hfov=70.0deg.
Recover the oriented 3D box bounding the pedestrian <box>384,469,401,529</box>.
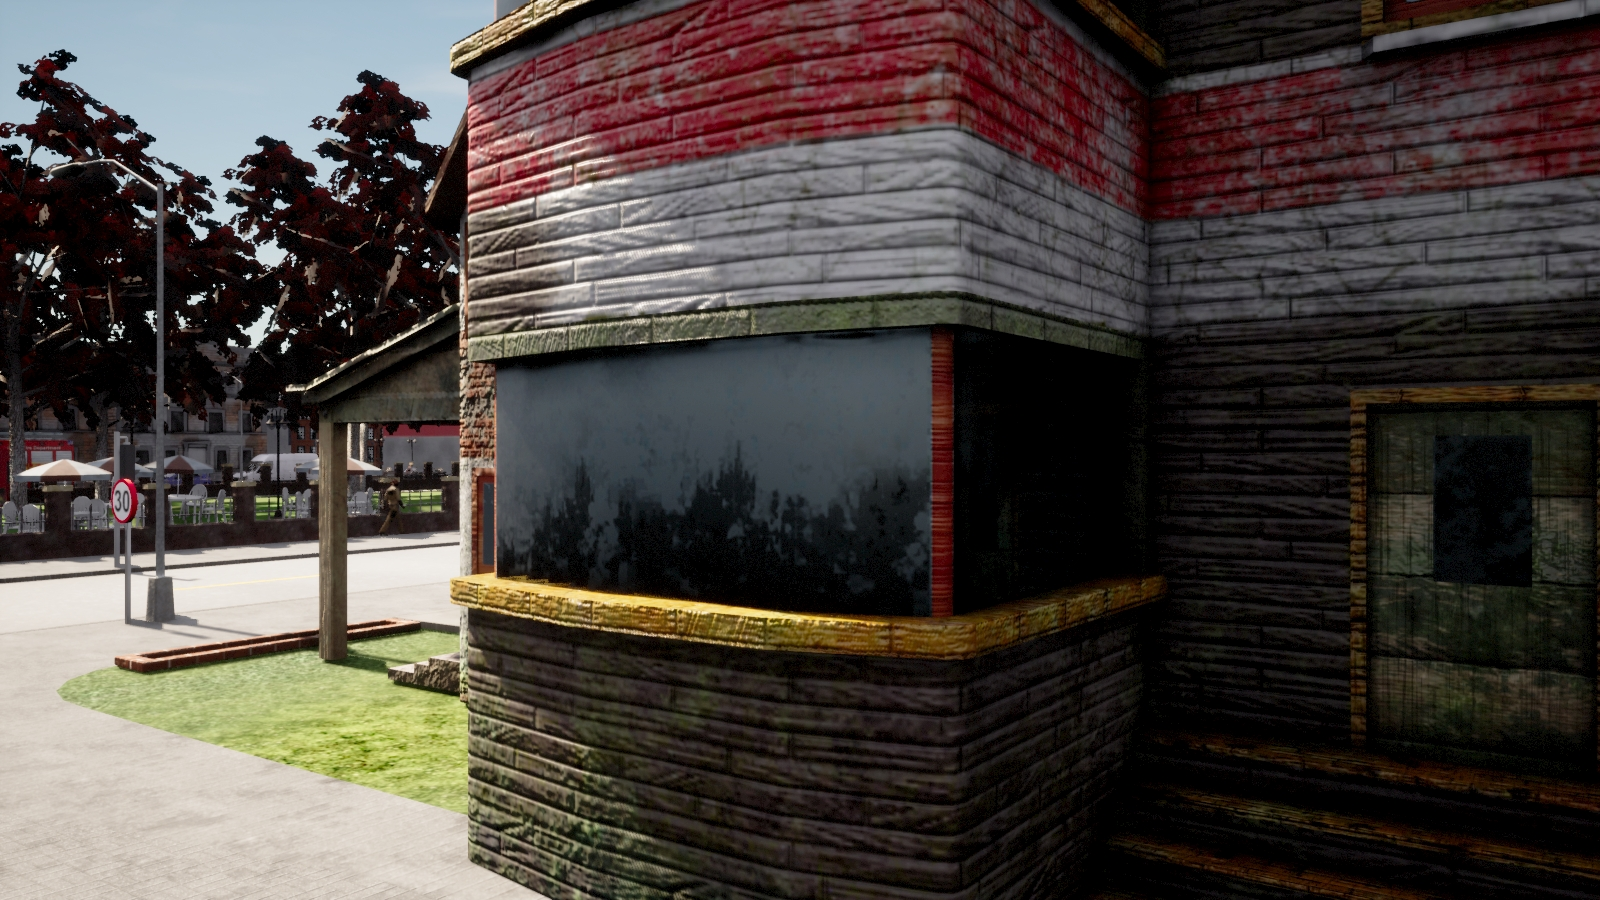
[{"bbox_3d":[-12.685,1.525,35.572,0.375,1.860,0.375,0,0,35],"label":"pedestrian"}]
